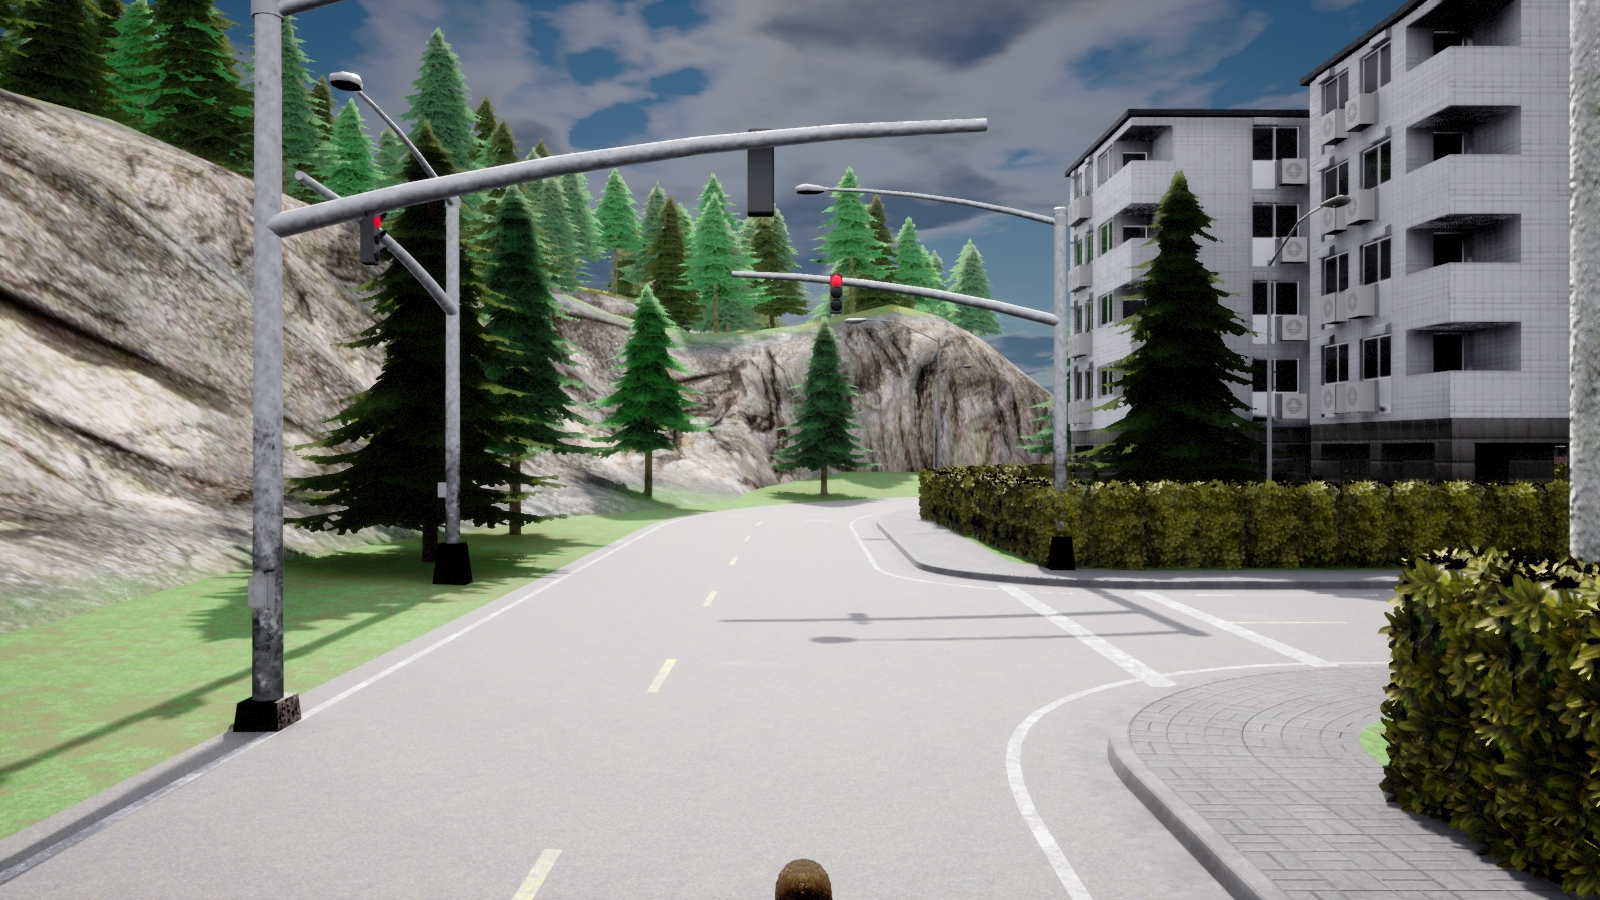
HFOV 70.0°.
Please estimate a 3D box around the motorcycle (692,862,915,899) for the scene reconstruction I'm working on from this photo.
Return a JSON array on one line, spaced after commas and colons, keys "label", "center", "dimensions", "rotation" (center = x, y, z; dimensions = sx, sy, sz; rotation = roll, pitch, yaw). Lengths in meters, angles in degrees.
[{"label": "motorcycle", "center": [0.010, 2.193, 3.477], "dimensions": [0.803, 1.145, 2.033], "rotation": [0, 0, 0]}]
